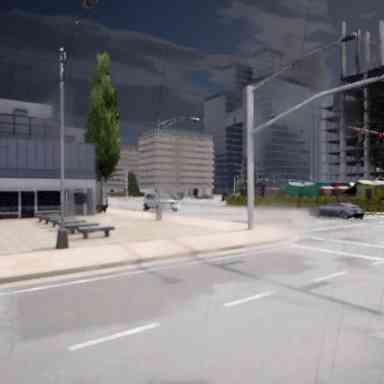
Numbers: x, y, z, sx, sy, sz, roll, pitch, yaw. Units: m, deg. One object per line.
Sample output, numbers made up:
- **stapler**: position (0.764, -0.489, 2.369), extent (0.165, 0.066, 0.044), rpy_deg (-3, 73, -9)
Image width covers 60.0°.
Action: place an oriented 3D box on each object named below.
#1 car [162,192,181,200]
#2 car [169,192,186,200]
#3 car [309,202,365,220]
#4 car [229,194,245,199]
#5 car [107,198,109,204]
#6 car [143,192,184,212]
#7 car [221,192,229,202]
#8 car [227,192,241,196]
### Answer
- **car**: position (-5.253, 1.026, 84.688), extent (4.605, 1.855, 1.932), rpy_deg (0, 0, -35)
- **car**: position (-3.645, 1.024, 82.280), extent (3.866, 1.878, 1.905), rpy_deg (0, 0, -35)
- **car**: position (11.596, 1.454, 26.833), extent (1.994, 1.385, 4.181), rpy_deg (0, 0, -32)
- **car**: position (12.240, 1.166, 90.033), extent (3.806, 1.475, 1.970), rpy_deg (0, 0, -35)
- **car**: position (-15.632, 1.187, 55.400), extent (2.150, 2.045, 5.566), rpy_deg (0, 0, -33)
- **car**: position (-3.509, 1.172, 36.802), extent (2.150, 2.045, 5.566), rpy_deg (0, 0, -33)
- **car**: position (7.590, 0.995, 66.191), extent (3.866, 1.878, 1.905), rpy_deg (0, 0, -35)
- **car**: position (9.235, 1.230, 63.808), extent (3.806, 1.475, 1.970), rpy_deg (0, 0, -35)
